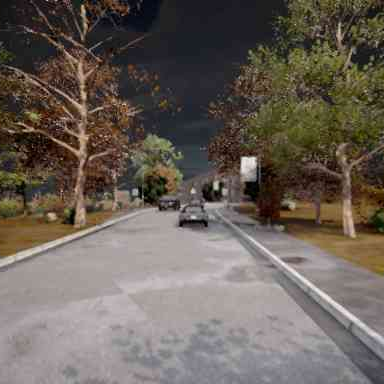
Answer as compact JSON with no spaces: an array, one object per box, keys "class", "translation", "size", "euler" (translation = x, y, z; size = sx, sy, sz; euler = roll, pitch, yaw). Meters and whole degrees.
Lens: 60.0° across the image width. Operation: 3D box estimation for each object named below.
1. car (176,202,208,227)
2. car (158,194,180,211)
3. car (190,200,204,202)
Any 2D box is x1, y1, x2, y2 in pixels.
[{"class":"car","translation":[0.106,1.616,23.558],"size":[1.994,1.385,4.181],"euler":[0,0,0]},{"class":"car","translation":[-2.825,1.323,42.401],"size":[2.150,2.045,5.566],"euler":[-1,0,5]},{"class":"car","translation":[0.631,1.643,41.937],"size":[1.994,1.385,4.181],"euler":[0,0,6]}]
